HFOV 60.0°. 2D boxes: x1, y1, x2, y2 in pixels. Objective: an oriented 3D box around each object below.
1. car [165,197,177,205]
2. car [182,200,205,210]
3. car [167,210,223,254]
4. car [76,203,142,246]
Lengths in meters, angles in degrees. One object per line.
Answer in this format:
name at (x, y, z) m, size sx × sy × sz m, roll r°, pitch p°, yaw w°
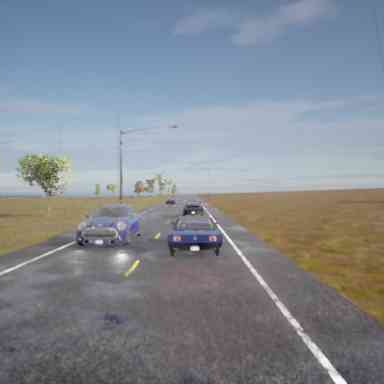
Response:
car at (-3.542, 1.585, 57.278) m, size 1.895 × 1.301 × 4.718 m, roll 0°, pitch 0°, yaw 1°
car at (0.106, 1.497, 30.734) m, size 1.837 × 1.490 × 4.892 m, roll 0°, pitch 0°, yaw 0°
car at (0.102, 1.598, 13.380) m, size 1.895 × 1.301 × 4.718 m, roll 0°, pitch 0°, yaw 0°
car at (-3.597, 1.348, 15.148) m, size 2.097 × 1.767 × 4.553 m, roll 0°, pitch 0°, yaw 0°
